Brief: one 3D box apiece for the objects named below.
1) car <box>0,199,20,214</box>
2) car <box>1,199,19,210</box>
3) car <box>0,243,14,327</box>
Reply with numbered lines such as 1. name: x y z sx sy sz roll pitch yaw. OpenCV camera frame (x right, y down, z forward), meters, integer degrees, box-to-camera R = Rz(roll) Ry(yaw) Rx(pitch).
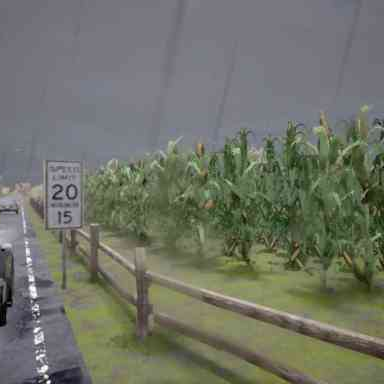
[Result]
1. car: -19.051 1.535 34.573 2.033 1.411 5.357 0 0 -27
2. car: -23.648 1.587 43.349 1.895 1.301 4.718 0 0 -27
3. car: -4.598 1.561 6.466 1.994 1.385 4.181 0 0 -27
